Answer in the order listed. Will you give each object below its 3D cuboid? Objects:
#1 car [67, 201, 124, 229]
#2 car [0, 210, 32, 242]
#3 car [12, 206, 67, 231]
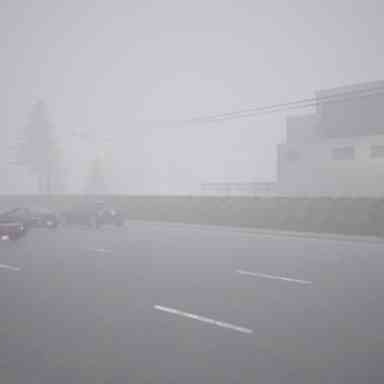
[{"bbox_3d":[-6.570,1.345,21.575,4.553,1.767,2.097,0,0,36],"label":"car"},{"bbox_3d":[-9.568,1.595,15.116,4.718,1.301,1.895,0,0,36],"label":"car"},{"bbox_3d":[-9.664,1.519,19.466,4.674,1.442,1.812,0,0,35],"label":"car"}]
